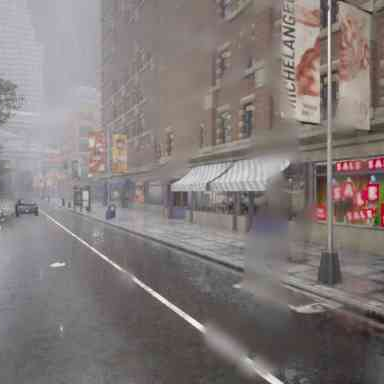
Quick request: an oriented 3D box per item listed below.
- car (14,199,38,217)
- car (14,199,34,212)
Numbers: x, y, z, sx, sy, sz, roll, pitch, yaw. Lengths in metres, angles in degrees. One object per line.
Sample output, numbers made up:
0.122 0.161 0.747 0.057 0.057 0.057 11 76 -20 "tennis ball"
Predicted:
-15.674 1.492 31.517 2.128 1.511 4.902 0 0 -28 "car"
-20.261 1.547 40.114 2.033 1.411 5.357 0 0 -27 "car"
